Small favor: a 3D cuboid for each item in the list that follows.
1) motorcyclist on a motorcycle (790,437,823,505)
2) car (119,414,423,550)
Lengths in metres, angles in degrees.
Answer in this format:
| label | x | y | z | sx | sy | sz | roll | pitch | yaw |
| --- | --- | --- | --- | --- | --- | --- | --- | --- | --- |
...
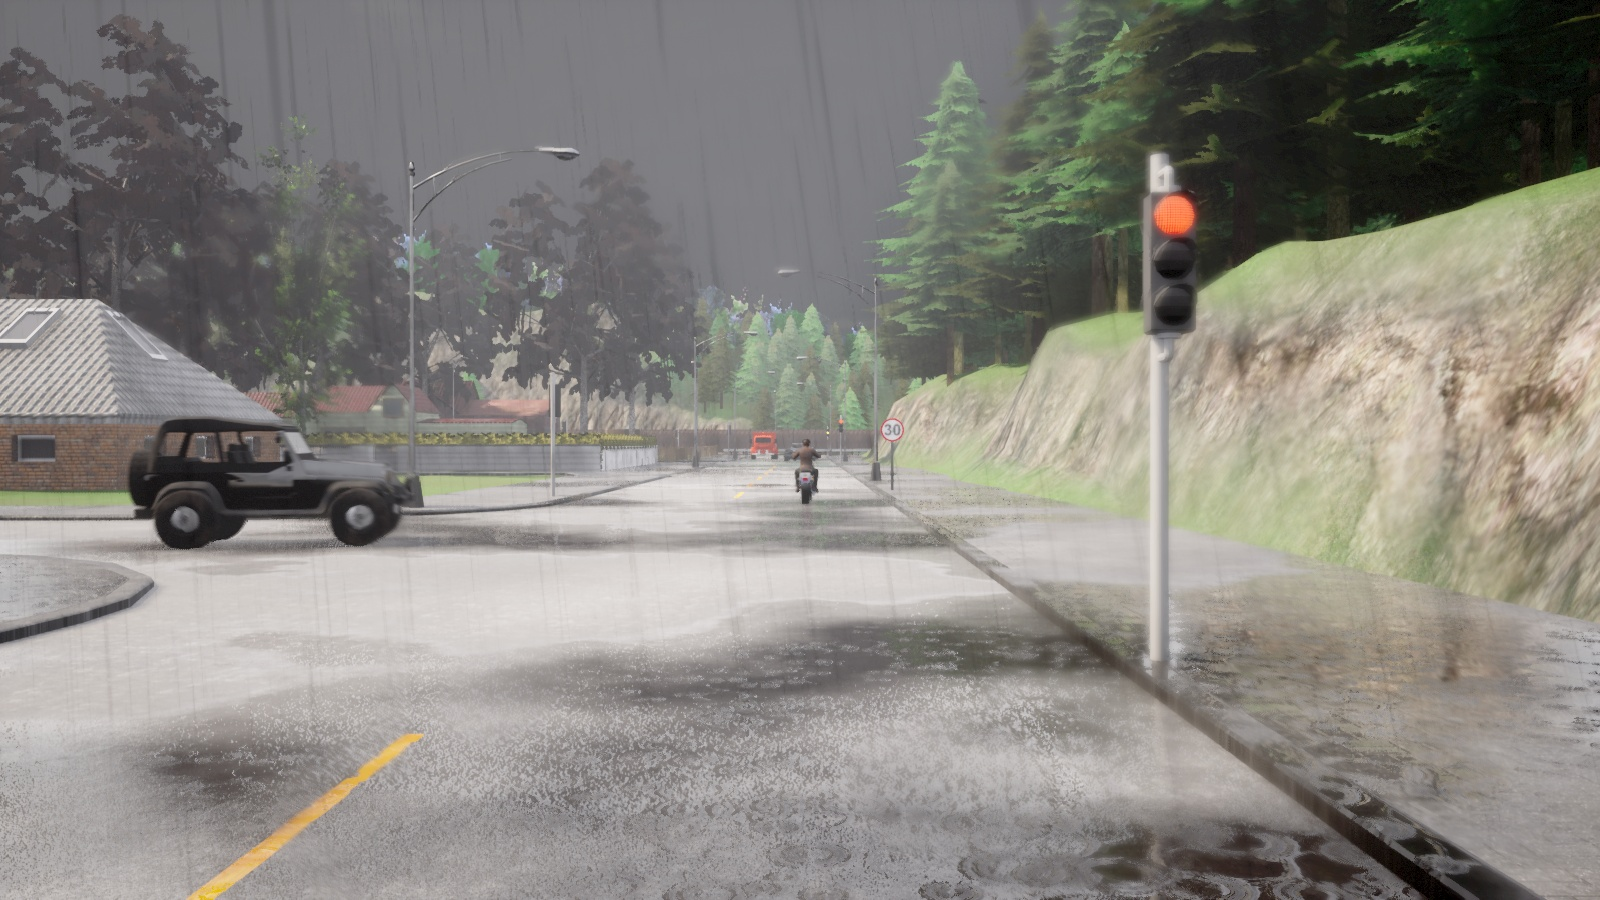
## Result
| label | x | y | z | sx | sy | sz | roll | pitch | yaw |
| --- | --- | --- | --- | --- | --- | --- | --- | --- | --- |
| motorcyclist on a motorcycle | 0.177 | 0.518 | 31.796 | 0.766 | 1.649 | 2.350 | 0 | 0 | 2 |
| car | -7.714 | 0.431 | 18.687 | 3.866 | 1.878 | 1.905 | 0 | 1 | -12 |
